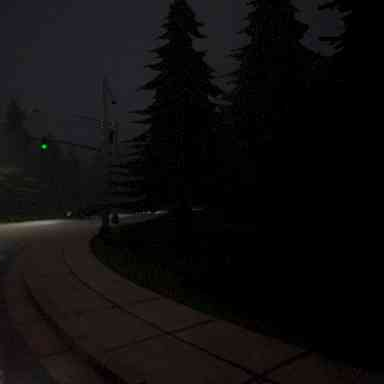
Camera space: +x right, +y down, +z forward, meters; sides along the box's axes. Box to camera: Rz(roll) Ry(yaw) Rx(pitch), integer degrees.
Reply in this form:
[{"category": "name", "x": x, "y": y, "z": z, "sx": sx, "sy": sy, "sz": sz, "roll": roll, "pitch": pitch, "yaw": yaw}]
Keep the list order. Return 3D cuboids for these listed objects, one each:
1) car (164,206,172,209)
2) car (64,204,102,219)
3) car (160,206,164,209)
[{"category": "car", "x": -1.521, "y": 2.033, "z": 47.589, "sx": 2.128, "sy": 1.511, "sz": 4.902, "roll": -1, "pitch": -1, "yaw": 22}, {"category": "car", "x": -10.982, "y": 1.951, "z": 34.273, "sx": 2.128, "sy": 1.511, "sz": 4.902, "roll": -1, "pitch": -1, "yaw": 21}, {"category": "car", "x": -3.677, "y": 2.207, "z": 52.056, "sx": 1.895, "sy": 1.301, "sz": 4.718, "roll": -1, "pitch": -1, "yaw": 23}]
